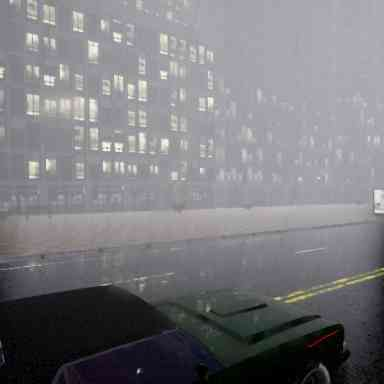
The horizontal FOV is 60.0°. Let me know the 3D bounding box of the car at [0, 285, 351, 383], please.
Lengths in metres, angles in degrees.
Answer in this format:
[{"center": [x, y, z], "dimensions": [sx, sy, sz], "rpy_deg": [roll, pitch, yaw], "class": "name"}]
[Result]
[{"center": [-0.619, 1.601, 2.997], "dimensions": [4.718, 1.301, 1.895], "rpy_deg": [0, 0, -36], "class": "car"}]
